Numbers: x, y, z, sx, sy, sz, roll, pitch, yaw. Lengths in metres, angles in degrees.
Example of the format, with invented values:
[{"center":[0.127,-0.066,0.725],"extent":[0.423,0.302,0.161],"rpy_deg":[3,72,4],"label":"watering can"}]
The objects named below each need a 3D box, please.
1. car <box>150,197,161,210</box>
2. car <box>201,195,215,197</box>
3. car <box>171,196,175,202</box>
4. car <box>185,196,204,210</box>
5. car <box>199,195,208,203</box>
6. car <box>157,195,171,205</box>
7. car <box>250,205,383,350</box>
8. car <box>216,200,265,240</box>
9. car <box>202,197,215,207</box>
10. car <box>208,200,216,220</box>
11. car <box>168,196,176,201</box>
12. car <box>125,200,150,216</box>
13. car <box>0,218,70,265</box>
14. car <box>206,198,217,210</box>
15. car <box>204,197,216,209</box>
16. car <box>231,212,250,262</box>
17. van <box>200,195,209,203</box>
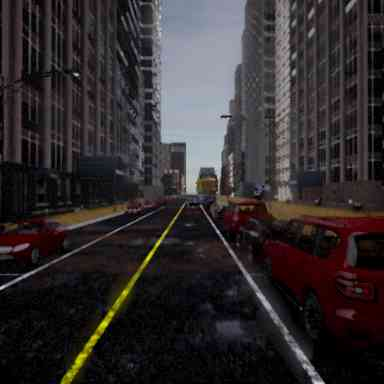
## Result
[{"center":[-5.687,1.698,44.993],"extent":[1.802,1.307,4.206],"rpy_deg":[0,0,0],"label":"car"},{"center":[2.694,1.445,50.533],"extent":[2.192,1.841,5.009],"rpy_deg":[0,0,0],"label":"car"},{"center":[-5.688,1.742,78.229],"extent":[1.887,1.381,4.507],"rpy_deg":[0,0,0],"label":"car"},{"center":[0.100,1.607,44.825],"extent":[2.128,1.511,4.902],"rpy_deg":[0,0,0],"label":"car"},{"center":[2.693,1.639,78.229],"extent":[1.967,1.590,4.097],"rpy_deg":[0,0,0],"label":"car"},{"center":[-5.686,1.472,61.611],"extent":[2.192,1.841,5.009],"rpy_deg":[0,0,0],"label":"car"},{"center":[2.694,1.332,6.219],"extent":[2.192,1.841,5.009],"rpy_deg":[0,0,0],"label":"car"},{"center":[2.695,1.360,17.298],"extent":[2.192,1.841,5.009],"rpy_deg":[0,0,0],"label":"car"},{"center":[2.693,1.584,56.072],"extent":[1.967,1.590,4.097],"rpy_deg":[0,0,0],"label":"car"},{"center":[2.693,1.625,28.376],"extent":[2.008,1.369,4.403],"rpy_deg":[0,0,0],"label":"car"},{"center":[-5.688,1.783,94.846],"extent":[1.887,1.381,4.507],"rpy_deg":[0,0,0],"label":"car"},{"center":[-5.687,1.670,33.914],"extent":[1.802,1.307,4.206],"rpy_deg":[0,0,0],"label":"car"},{"center":[-5.687,1.613,11.757],"extent":[1.802,1.307,4.206],"rpy_deg":[0,0,0],"label":"car"},{"center":[2.694,1.614,34.085],"extent":[1.752,1.417,4.829],"rpy_deg":[0,0,0],"label":"car"},{"center":[2.693,1.682,44.993],"extent":[1.947,1.339,4.313],"rpy_deg":[0,0,0],"label":"car"},{"center":[2.694,1.597,11.758],"extent":[1.947,1.339,4.313],"rpy_deg":[0,0,0],"label":"car"},{"center":[2.694,1.526,72.690],"extent":[1.690,1.788,3.998],"rpy_deg":[0,0,0],"label":"van"}]
